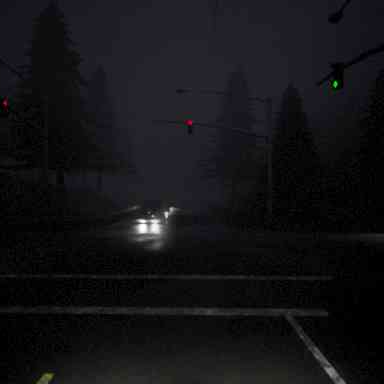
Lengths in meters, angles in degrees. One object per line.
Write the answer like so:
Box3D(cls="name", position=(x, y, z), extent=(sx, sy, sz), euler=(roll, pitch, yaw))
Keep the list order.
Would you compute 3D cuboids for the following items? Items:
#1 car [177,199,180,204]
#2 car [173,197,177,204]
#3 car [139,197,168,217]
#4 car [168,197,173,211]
Box3D(cls="car", position=(-4.122, 1.558, 61.576), extent=(1.994, 1.385, 4.181), euler=(0, 0, -39))
Box3D(cls="car", position=(-3.955, 1.487, 50.386), extent=(2.128, 1.511, 4.902), euler=(0, 0, -7))
Box3D(cls="car", position=(-3.664, 1.489, 30.732), extent=(2.128, 1.511, 4.902), euler=(0, 0, 0))
Box3D(cls="car", position=(-3.663, 1.474, 40.235), extent=(1.882, 1.535, 5.008), euler=(0, 0, 0))
